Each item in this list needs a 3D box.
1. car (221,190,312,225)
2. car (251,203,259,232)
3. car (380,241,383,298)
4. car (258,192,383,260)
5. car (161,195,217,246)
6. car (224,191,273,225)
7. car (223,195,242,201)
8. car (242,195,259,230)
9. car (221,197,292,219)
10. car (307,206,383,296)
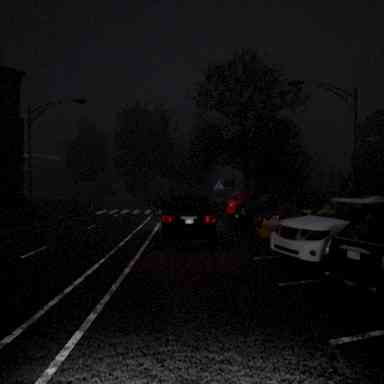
[{"bbox_3d":[5.013,0.952,22.385,5.566,2.045,2.435,0,1,-22],"label":"car"},{"bbox_3d":[5.374,1.372,13.540,5.366,1.575,1.946,0,1,-21],"label":"car"},{"bbox_3d":[5.339,1.501,4.553,4.792,1.488,2.163,1,0,-21],"label":"car"},{"bbox_3d":[5.230,1.166,10.470,5.566,2.045,2.435,1,1,-21],"label":"car"},{"bbox_3d":[-0.156,1.116,14.776,2.150,2.045,5.566,0,1,-1],"label":"car"},{"bbox_3d":[5.047,1.011,19.383,5.566,2.045,2.435,0,1,-22],"label":"car"},{"bbox_3d":[11.393,1.585,93.946,4.902,1.511,2.128,1,1,39],"label":"car"},{"bbox_3d":[5.172,1.196,16.443,4.553,1.767,2.185,0,1,-22],"label":"car"},{"bbox_3d":[4.885,1.144,25.347,4.892,1.521,2.231,0,1,-22],"label":"car"},{"bbox_3d":[5.262,1.323,7.501,4.553,1.767,2.185,1,0,-21],"label":"car"}]
